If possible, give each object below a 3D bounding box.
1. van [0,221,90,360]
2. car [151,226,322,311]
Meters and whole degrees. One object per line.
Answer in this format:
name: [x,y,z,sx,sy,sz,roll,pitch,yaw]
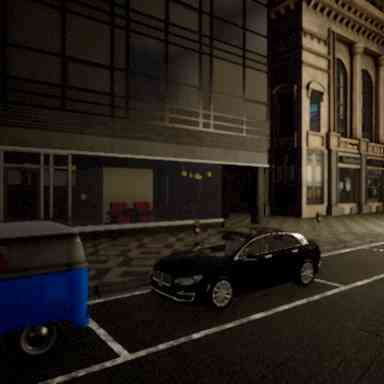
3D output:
van: [-3.400,1.343,4.328,3.998,1.788,1.690,0,1,-36]
car: [1.175,1.511,7.603,4.403,1.369,2.008,-1,1,-36]
